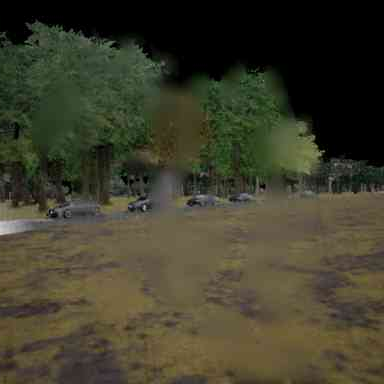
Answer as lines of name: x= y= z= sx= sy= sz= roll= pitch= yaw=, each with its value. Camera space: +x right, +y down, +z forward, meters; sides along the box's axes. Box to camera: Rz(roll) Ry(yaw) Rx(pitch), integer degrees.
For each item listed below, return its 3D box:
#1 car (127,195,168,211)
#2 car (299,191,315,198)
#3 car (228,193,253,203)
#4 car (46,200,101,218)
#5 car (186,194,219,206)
car: x=-4.467 y=1.133 z=33.824 sx=1.837 sy=1.490 sz=4.892 roll=-3 pitch=-1 yaw=35
car: x=22.989 y=0.452 z=66.266 sx=2.033 sy=1.411 sz=5.357 roll=-3 pitch=-1 yaw=35
car: x=7.485 y=0.866 z=50.661 sx=2.033 sy=1.411 sz=5.357 roll=-3 pitch=-1 yaw=36
car: x=-9.454 y=1.330 z=26.739 sx=1.994 sy=1.385 sz=4.181 roll=-3 pitch=-1 yaw=36
car: x=1.478 y=1.019 z=42.220 sx=2.033 sy=1.411 sz=5.357 roll=-3 pitch=-1 yaw=35
